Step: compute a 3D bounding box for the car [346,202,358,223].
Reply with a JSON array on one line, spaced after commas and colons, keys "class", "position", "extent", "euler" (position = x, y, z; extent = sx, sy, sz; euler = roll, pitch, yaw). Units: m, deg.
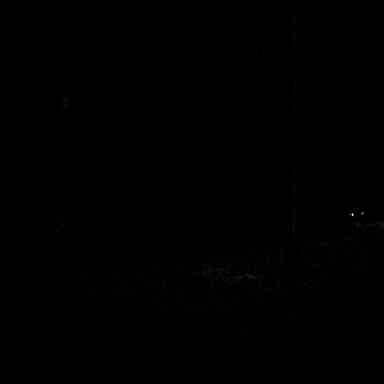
[{"class": "car", "position": [9.347, 1.540, 24.374], "extent": [1.947, 1.339, 4.313], "euler": [0, 0, -35]}]

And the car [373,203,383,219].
[{"class": "car", "position": [15.885, 1.581, 29.030], "extent": [1.947, 1.339, 4.313], "euler": [0, 0, -35]}]

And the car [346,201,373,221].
[{"class": "car", "position": [10.885, 1.209, 26.595], "extent": [2.150, 2.045, 5.566], "euler": [0, 0, -35]}]
